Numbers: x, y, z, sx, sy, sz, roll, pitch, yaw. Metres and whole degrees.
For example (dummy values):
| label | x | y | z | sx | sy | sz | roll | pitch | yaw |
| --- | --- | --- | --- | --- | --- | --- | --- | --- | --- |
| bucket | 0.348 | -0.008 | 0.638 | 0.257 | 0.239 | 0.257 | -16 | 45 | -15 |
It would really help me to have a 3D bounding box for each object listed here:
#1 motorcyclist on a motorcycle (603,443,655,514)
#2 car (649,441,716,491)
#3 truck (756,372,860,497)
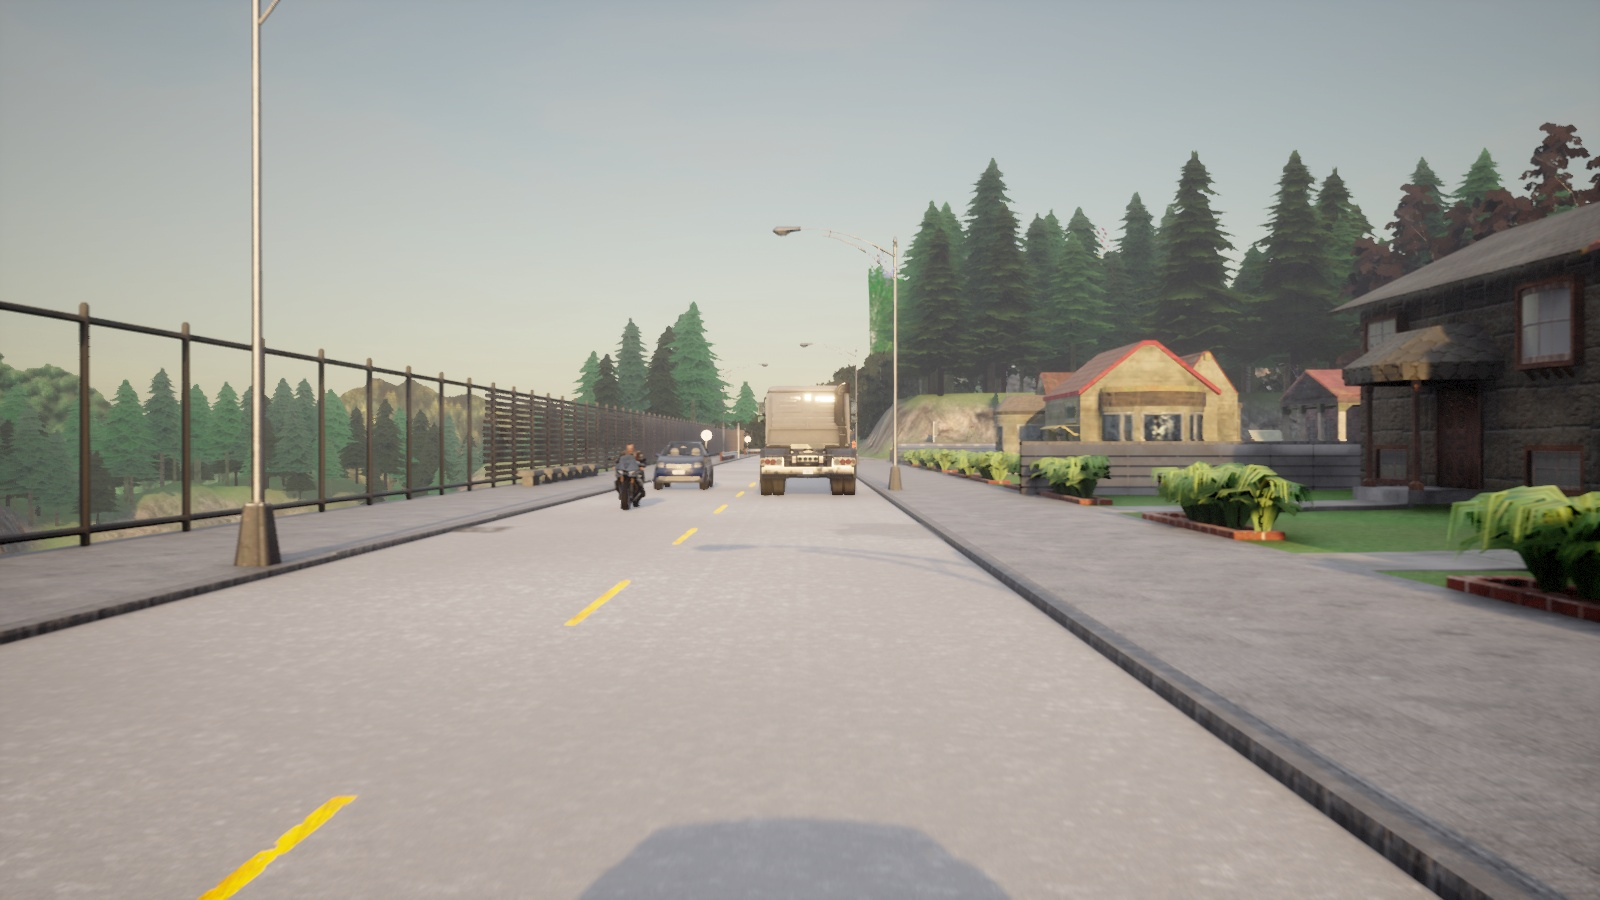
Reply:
| label | x | y | z | sx | sy | sz | roll | pitch | yaw |
| --- | --- | --- | --- | --- | --- | --- | --- | --- | --- |
| motorcyclist on a motorcycle | -3.823 | 0.619 | 28.221 | 0.866 | 1.530 | 2.191 | 0 | 0 | 0 |
| car | -3.752 | 0.493 | 40.598 | 1.789 | 1.549 | 3.705 | 0 | 0 | 0 |
| truck | 0.238 | -0.454 | 38.784 | 2.891 | 3.462 | 7.936 | 0 | 0 | 0 |
